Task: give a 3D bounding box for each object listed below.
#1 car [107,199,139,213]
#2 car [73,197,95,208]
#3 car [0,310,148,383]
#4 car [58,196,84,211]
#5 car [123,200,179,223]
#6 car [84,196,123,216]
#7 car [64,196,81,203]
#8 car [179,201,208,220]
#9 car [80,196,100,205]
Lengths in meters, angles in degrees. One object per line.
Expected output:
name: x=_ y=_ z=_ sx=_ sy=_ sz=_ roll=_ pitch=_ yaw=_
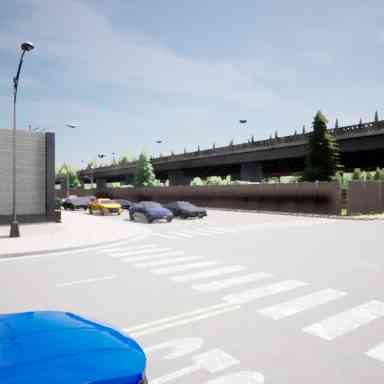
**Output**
car: x=-7.858 y=1.545 z=37.552 sx=1.895 sy=1.301 sz=4.718 roll=0 pitch=0 yaw=-35
car: x=-15.927 y=1.470 z=48.922 sx=1.812 sy=1.442 sz=4.674 roll=0 pitch=0 yaw=-35
car: x=-2.624 y=1.478 z=1.902 sx=5.008 sy=1.535 sz=1.882 roll=0 pitch=0 yaw=-36
car: x=-14.267 y=1.492 z=40.499 sx=2.033 sy=1.411 sz=5.357 roll=0 pitch=0 yaw=-35
car: x=-3.204 y=1.470 z=25.015 sx=1.812 sy=1.442 sz=4.674 roll=0 pitch=0 yaw=-36
car: x=-8.571 y=1.422 z=32.520 sx=1.882 sy=1.535 sz=5.008 roll=0 pitch=0 yaw=-36
car: x=-23.745 y=1.469 z=65.951 sx=1.812 sy=1.442 sz=4.674 roll=0 pitch=0 yaw=-36
car: x=-0.930 y=1.492 z=27.847 sx=2.033 sy=1.411 sz=5.357 roll=0 pitch=0 yaw=-36
car: x=-17.819 y=1.422 z=57.832 sx=1.882 sy=1.535 sz=5.008 roll=0 pitch=0 yaw=-36
